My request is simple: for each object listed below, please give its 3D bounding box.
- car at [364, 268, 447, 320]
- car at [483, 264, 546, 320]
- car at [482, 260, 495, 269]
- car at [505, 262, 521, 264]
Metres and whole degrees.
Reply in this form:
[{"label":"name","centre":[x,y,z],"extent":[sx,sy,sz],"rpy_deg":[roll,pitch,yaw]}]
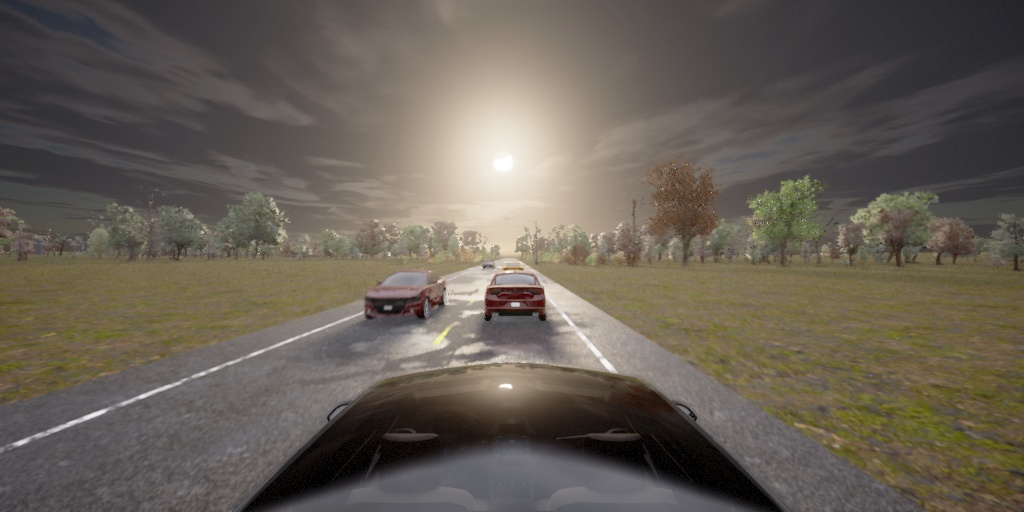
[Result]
[{"label":"car","centre":[-3.600,1.229,12.908],"extent":[1.882,1.535,5.008],"rpy_deg":[0,0,0]},{"label":"car","centre":[0.100,1.229,12.678],"extent":[1.882,1.535,5.008],"rpy_deg":[0,0,0]},{"label":"car","centre":[-3.555,1.302,55.849],"extent":[2.033,1.411,5.357],"rpy_deg":[0,0,1]},{"label":"car","centre":[0.099,1.230,31.070],"extent":[1.882,1.535,5.008],"rpy_deg":[0,0,0]}]
